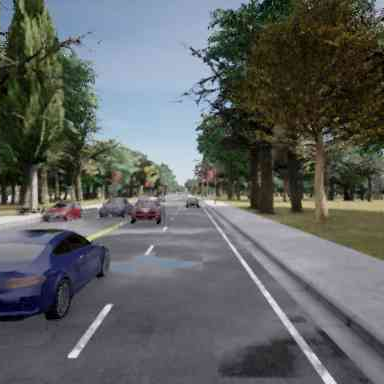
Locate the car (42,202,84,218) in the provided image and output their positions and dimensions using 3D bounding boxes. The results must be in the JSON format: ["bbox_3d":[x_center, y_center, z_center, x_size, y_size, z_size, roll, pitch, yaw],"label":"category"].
[{"bbox_3d":[-9.843,1.485,25.816,1.812,1.442,4.674,0,0,0],"label":"car"}]

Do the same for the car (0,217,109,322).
[{"bbox_3d":[-3.151,1.509,7.135,1.812,1.442,4.674,0,0,0],"label":"car"}]

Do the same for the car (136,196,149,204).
[{"bbox_3d":[-9.844,1.519,66.659,1.812,1.442,4.674,0,0,0],"label":"car"}]

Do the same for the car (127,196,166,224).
[{"bbox_3d":[-3.148,1.312,24.724,2.097,1.767,4.553,0,0,0],"label":"car"}]

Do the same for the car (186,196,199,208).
[{"bbox_3d":[0.089,1.509,47.992,2.033,1.411,5.357,0,0,0],"label":"car"}]

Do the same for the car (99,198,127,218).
[{"bbox_3d":[-6.592,1.309,29.036,2.097,1.767,4.553,0,0,0],"label":"car"}]

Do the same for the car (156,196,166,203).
[{"bbox_3d":[-6.623,1.549,71.426,1.994,1.385,4.181,0,0,0],"label":"car"}]

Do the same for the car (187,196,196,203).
[{"bbox_3d":[-0.131,1.609,72.390,1.895,1.301,4.718,0,0,0],"label":"car"}]
